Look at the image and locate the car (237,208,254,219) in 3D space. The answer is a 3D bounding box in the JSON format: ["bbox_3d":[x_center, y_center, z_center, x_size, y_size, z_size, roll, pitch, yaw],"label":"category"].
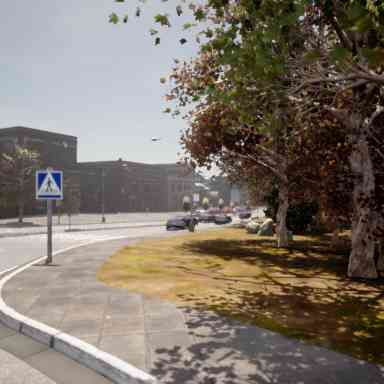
[{"bbox_3d":[11.154,4.699,68.581,1.882,1.535,5.008,0,-2,19],"label":"car"}]

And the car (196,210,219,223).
[{"bbox_3d":[2.516,4.150,53.756,2.033,1.411,5.357,0,-2,19],"label":"car"}]

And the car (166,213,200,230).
[{"bbox_3d":[-1.052,3.090,33.647,1.994,1.385,4.181,0,-4,19],"label":"car"}]

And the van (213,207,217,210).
[{"bbox_3d":[4.136,4.885,82.937,1.878,1.987,4.442,0,-2,20],"label":"van"}]

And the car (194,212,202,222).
[{"bbox_3d":[-0.793,3.722,44.175,2.033,1.411,5.357,0,-3,20],"label":"car"}]

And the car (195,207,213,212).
[{"bbox_3d":[2.305,4.664,77.800,2.435,2.045,5.566,0,-2,20],"label":"car"}]

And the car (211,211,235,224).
[{"bbox_3d":[4.818,4.082,50.490,1.994,1.385,4.181,0,-2,19],"label":"car"}]

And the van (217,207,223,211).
[{"bbox_3d":[5.999,5.081,88.158,1.878,1.987,4.442,0,-2,20],"label":"van"}]
